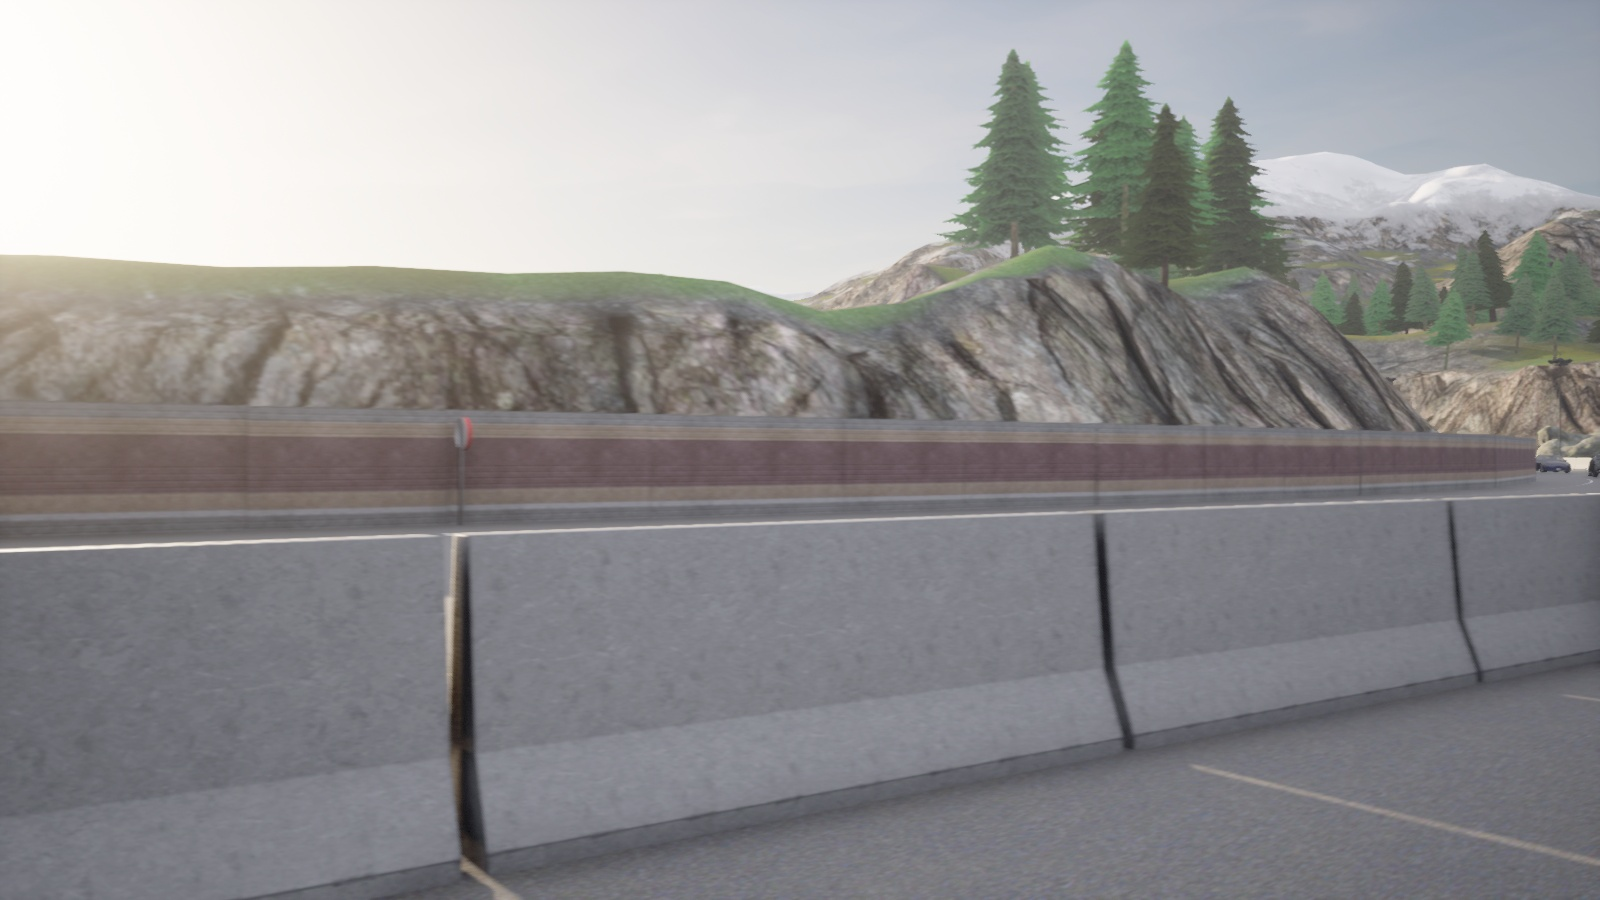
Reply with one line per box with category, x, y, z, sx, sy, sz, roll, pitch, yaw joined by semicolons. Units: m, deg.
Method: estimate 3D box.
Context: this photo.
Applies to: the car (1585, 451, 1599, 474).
car;53.321;0.820;83.200;1.789;1.549;3.705;0;0;25
